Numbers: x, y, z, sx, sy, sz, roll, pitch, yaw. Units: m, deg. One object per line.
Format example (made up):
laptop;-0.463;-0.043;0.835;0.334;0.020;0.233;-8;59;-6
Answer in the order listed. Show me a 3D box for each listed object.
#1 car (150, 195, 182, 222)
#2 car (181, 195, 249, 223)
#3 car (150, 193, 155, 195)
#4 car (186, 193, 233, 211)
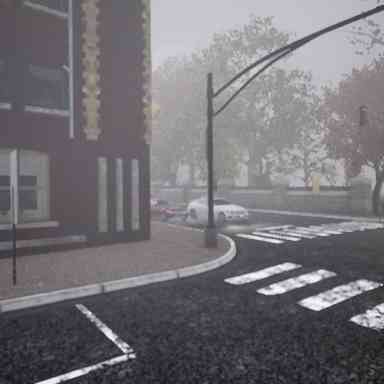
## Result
car;-1.894;1.109;21.488;1.802;1.307;4.206;1;1;-36
car;1.535;1.068;21.137;1.812;1.442;4.674;-1;1;-36
car;-3.865;0.871;28.580;2.128;1.511;4.902;-1;1;-36
car;1.533;0.868;31.024;1.752;1.417;4.829;1;1;-36
